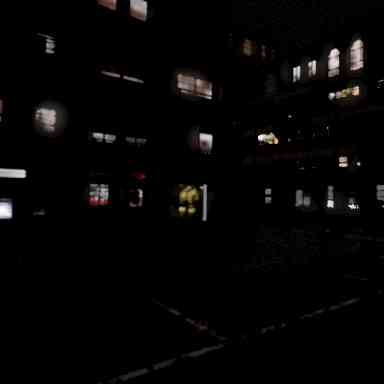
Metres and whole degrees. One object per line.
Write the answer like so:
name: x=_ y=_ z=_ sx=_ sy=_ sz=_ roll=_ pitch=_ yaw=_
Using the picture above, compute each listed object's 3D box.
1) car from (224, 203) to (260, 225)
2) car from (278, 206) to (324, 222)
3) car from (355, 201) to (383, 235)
car: x=3.413 y=1.701 z=26.141 sx=1.967 sy=1.590 sz=4.097 roll=1 pitch=-1 yaw=-36
car: x=10.014 y=1.985 z=30.897 sx=2.008 sy=1.369 sz=4.403 roll=1 pitch=-1 yaw=-36
car: x=12.155 y=1.569 z=18.647 sx=2.150 sy=2.045 sz=5.566 roll=1 pitch=-1 yaw=-36
